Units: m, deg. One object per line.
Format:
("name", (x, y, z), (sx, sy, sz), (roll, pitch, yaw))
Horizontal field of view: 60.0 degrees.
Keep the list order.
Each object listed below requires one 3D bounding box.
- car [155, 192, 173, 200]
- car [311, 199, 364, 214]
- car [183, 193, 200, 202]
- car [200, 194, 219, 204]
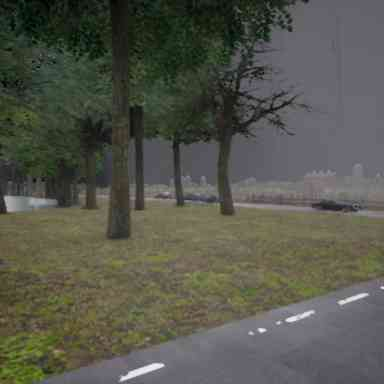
("car", (-5.630, 0.754, 66.401), (1.812, 1.442, 4.674), (-1, 1, -36))
("car", (14.570, 1.403, 33.497), (1.895, 1.301, 4.718), (-1, 1, -36))
("car", (0.219, 0.900, 58.382), (2.033, 1.411, 5.357), (-1, 1, -35))
("car", (3.583, 1.081, 48.761), (1.994, 1.385, 4.181), (-1, 1, -36))
